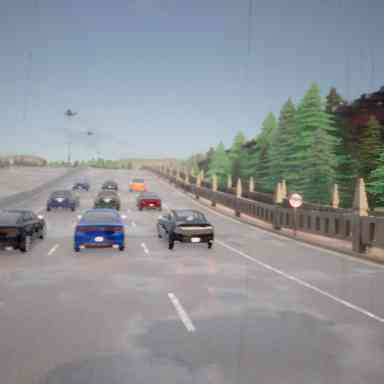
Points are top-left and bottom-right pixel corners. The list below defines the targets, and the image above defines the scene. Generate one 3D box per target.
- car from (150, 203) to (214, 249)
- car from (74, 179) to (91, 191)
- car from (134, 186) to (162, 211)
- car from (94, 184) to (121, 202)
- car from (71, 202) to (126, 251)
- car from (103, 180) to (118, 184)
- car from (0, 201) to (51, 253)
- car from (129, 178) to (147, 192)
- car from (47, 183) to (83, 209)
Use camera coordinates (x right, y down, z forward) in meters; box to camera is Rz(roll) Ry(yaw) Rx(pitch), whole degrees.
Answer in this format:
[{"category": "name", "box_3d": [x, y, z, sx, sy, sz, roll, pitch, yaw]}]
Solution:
[{"category": "car", "box_3d": [-0.409, 1.521, 14.836, 2.128, 1.511, 4.902, 1, 1, -13]}, {"category": "car", "box_3d": [-13.953, -0.976, 42.158, 1.812, 1.442, 4.674, 1, 7, -13]}, {"category": "car", "box_3d": [-3.834, 0.693, 29.492, 1.882, 1.535, 5.008, 1, 5, -13]}, {"category": "car", "box_3d": [-7.160, 0.546, 28.337, 2.097, 1.767, 4.553, 1, 4, -13]}, {"category": "car", "box_3d": [-3.851, 1.451, 14.194, 1.882, 1.535, 5.008, 1, 1, -13]}, {"category": "car", "box_3d": [-10.546, -0.888, 42.956, 1.994, 1.385, 4.181, 1, 7, -13]}, {"category": "car", "box_3d": [-7.257, 1.401, 13.392, 1.882, 1.535, 5.008, 1, 1, -13]}, {"category": "car", "box_3d": [-7.123, -1.046, 43.700, 2.097, 1.767, 4.553, 1, 7, -13]}, {"category": "car", "box_3d": [-10.569, 0.496, 27.543, 2.097, 1.767, 4.553, 1, 4, -13]}]
